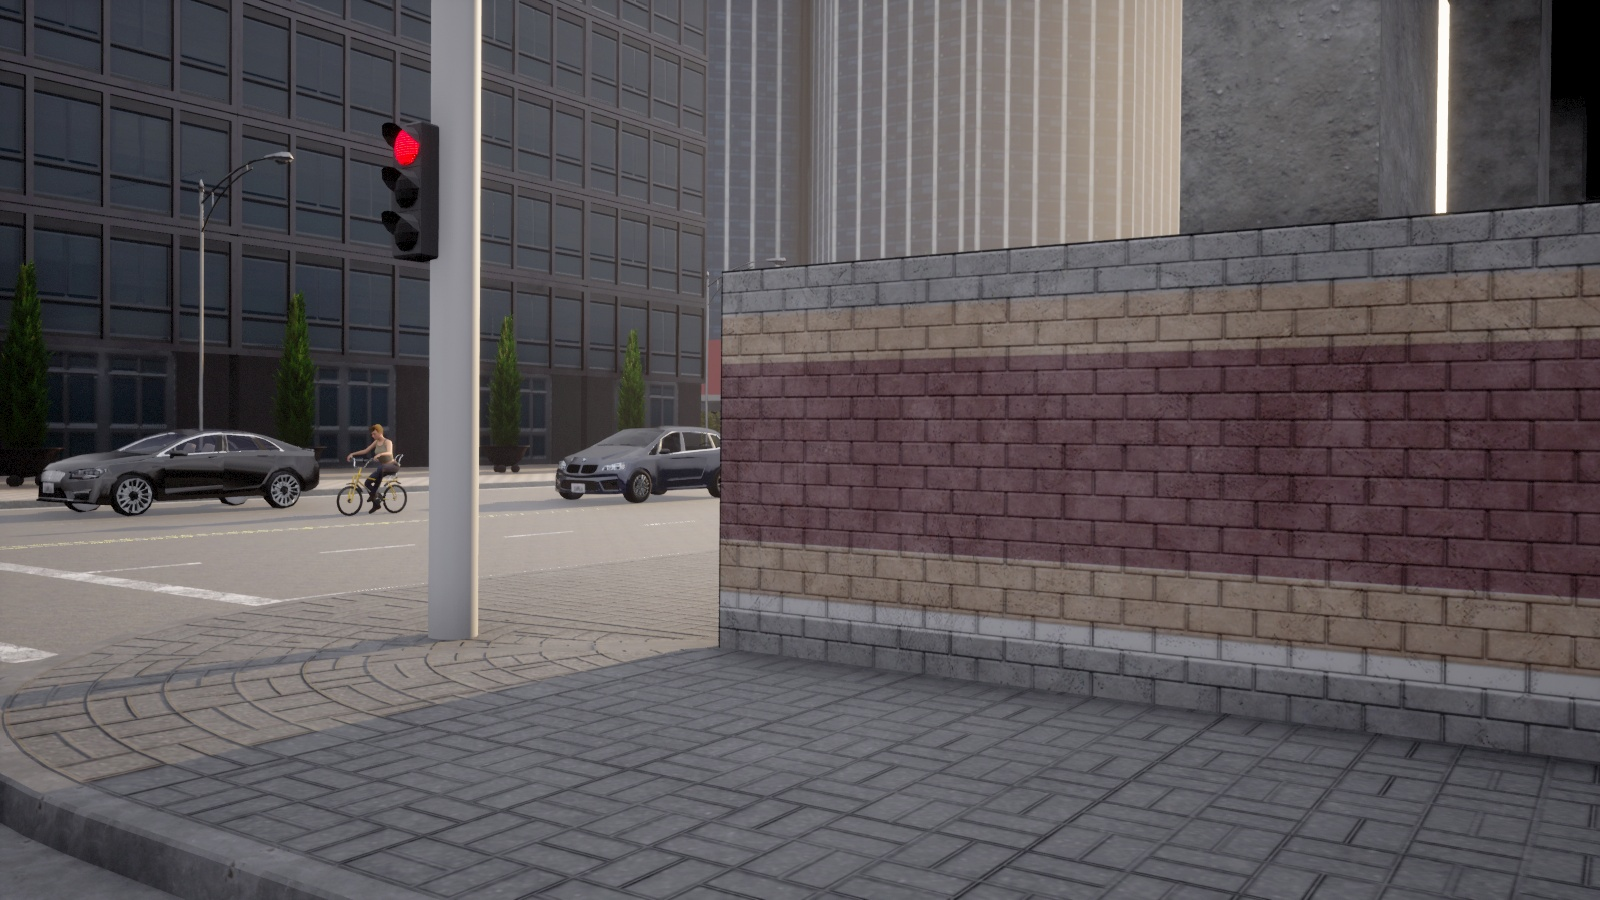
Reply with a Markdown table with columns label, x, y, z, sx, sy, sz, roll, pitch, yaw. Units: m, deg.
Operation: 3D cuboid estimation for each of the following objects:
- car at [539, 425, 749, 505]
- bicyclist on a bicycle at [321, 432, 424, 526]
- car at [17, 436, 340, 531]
| label | x | y | z | sx | sy | sz | roll | pitch | yaw |
| --- | --- | --- | --- | --- | --- | --- | --- | --- | --- |
| car | -3.441 | 0.272 | 28.584 | 2.242 | 1.667 | 4.611 | 0 | 1 | 34 |
| bicyclist on a bicycle | -7.597 | 0.487 | 22.361 | 0.866 | 1.612 | 1.509 | 0 | 1 | 34 |
| car | -11.276 | 0.529 | 23.165 | 2.128 | 1.511 | 4.902 | 0 | 1 | 34 |
